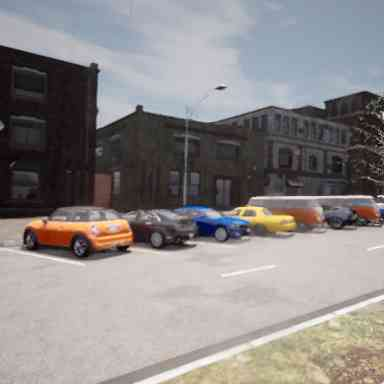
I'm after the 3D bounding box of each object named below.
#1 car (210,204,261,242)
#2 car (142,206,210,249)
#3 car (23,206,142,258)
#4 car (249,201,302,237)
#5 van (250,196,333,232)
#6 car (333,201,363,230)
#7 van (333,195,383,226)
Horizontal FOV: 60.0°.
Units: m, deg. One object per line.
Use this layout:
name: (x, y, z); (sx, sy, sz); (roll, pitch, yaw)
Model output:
car: (0.482, 1.473, 16.247); (5.008, 1.535, 2.097); (-1, -1, 35)
car: (-1.995, 1.470, 14.521); (4.892, 1.521, 2.231); (-1, -1, 35)
car: (-4.471, 1.339, 12.793); (4.553, 1.767, 2.185); (-1, -1, 35)
car: (2.825, 1.476, 18.037); (5.366, 1.575, 1.946); (-1, -1, 36)
van: (5.571, 1.252, 19.557); (4.442, 1.987, 1.878); (-1, -1, 36)
car: (7.951, 1.513, 21.316); (4.792, 1.488, 2.163); (-1, -1, 36)
van: (10.573, 1.259, 22.916); (4.442, 1.987, 1.878); (-1, -1, 36)
